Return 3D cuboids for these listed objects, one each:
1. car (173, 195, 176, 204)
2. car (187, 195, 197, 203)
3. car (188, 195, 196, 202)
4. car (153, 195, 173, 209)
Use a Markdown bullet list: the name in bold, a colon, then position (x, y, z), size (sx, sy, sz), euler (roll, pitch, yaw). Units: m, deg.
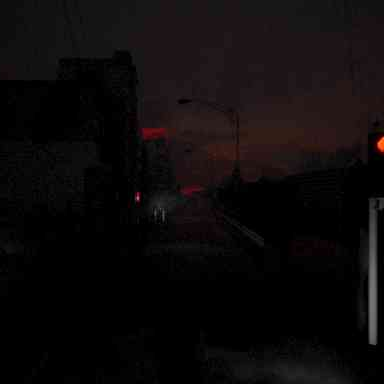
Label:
- **car**: position (-4.117, 1.601, 53.600), size (1.895, 1.301, 4.718), euler (0, 0, 0)
- **car**: position (0.063, 1.477, 68.241), size (1.882, 1.535, 5.008), euler (0, 0, 0)
- **car**: position (-0.041, 1.524, 79.672), size (1.812, 1.442, 4.674), euler (0, 0, 0)
- **car**: position (-4.118, 1.491, 44.316), size (2.128, 1.511, 4.902), euler (0, 0, 0)
